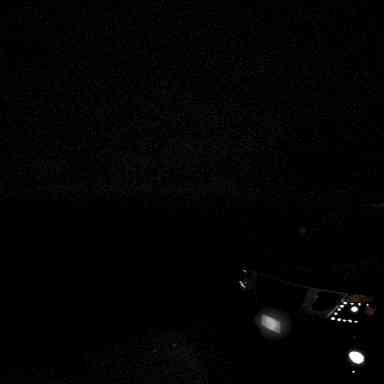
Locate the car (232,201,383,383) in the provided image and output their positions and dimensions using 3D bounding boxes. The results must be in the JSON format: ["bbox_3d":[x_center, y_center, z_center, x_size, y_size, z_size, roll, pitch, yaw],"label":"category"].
[{"bbox_3d":[3.259,1.196,5.420,5.566,2.045,2.150,0,0,-33],"label":"car"}]
